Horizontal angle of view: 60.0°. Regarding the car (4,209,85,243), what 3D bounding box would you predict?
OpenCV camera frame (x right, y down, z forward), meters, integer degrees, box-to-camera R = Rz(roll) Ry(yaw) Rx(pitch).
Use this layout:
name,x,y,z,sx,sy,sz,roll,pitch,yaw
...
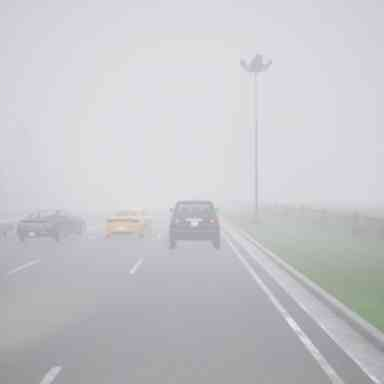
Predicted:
name,x,y,z,sx,sy,sz,roll,pitch,yaw
car,-6.898,1.621,16.750,2.128,1.511,4.902,0,0,0

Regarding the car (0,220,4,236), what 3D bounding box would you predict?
name,x,y,z,sx,sy,sz,roll,pitch,yaw
car,-10.398,1.723,15.786,1.895,1.301,4.718,0,0,0

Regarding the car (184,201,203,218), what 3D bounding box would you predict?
name,x,y,z,sx,sy,sz,roll,pitch,yaw
car,0.105,1.767,34.398,1.837,1.490,4.892,0,0,0

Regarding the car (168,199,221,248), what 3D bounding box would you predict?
name,x,y,z,sx,sy,sz,roll,pitch,yaw
car,0.102,1.341,15.539,2.150,2.045,5.566,0,0,0

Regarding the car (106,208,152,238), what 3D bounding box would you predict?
name,x,y,z,sx,sy,sz,roll,pitch,yaw
car,-3.396,1.620,18.583,1.882,1.535,5.008,0,0,0
